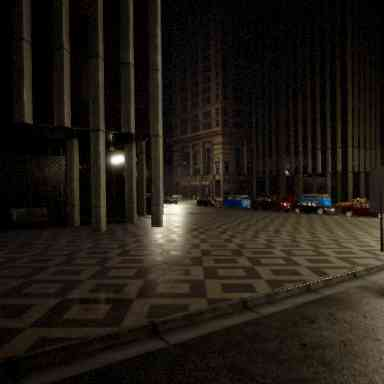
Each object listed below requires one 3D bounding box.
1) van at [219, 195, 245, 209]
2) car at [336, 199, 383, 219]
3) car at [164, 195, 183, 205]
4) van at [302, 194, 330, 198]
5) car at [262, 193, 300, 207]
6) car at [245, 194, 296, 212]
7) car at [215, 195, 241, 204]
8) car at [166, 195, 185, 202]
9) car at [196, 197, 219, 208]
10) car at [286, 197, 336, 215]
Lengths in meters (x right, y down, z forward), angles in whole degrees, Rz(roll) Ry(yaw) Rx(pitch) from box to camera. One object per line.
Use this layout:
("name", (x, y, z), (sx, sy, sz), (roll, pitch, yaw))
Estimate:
("van", (5.672, 1.294, 42.361), (1.690, 1.788, 3.998), (-1, 1, -36))
("car", (15.366, 1.567, 28.915), (1.887, 1.381, 4.507), (-1, 1, -36))
("car", (-4.017, 1.438, 55.810), (2.008, 1.369, 4.403), (-1, 1, -36))
("van", (15.831, 1.178, 42.852), (1.690, 1.788, 3.998), (-1, 1, -36))
("car", (12.602, 1.130, 47.335), (2.192, 1.841, 5.009), (-1, 1, -36))
("car", (8.903, 1.290, 37.877), (2.192, 1.841, 5.009), (-1, 1, -36))
("car", (6.047, 1.296, 56.442), (1.752, 1.417, 4.829), (-1, 1, -36))
("car", (-3.539, 1.257, 69.755), (2.008, 1.369, 4.403), (-1, 1, -36))
("car", (2.443, 1.371, 46.843), (1.967, 1.590, 4.097), (-1, 1, -36))
("car", (12.135, 1.549, 33.397), (2.008, 1.369, 4.403), (-1, 1, -36))
